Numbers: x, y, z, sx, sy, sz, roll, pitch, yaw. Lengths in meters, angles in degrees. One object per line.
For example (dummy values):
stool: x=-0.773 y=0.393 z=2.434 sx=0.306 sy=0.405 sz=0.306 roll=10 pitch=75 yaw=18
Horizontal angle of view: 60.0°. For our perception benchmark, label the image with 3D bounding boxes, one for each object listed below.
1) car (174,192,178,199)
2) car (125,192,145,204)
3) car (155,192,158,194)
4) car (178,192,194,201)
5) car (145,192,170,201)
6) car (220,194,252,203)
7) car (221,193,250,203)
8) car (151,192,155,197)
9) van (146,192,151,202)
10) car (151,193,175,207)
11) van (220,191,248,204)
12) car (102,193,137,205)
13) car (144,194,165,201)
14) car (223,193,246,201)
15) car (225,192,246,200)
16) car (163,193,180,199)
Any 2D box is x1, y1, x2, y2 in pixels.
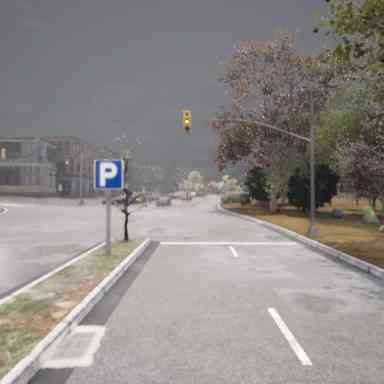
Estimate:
car: x=-6.824 y=1.206 z=87.868 sx=5.008 sy=1.535 sz=2.097 roll=-1 pitch=0 yaw=-11
car: x=-10.932 y=1.243 z=54.971 sx=5.366 sy=1.575 sz=1.946 roll=-1 pitch=0 yaw=-15
car: x=-9.800 y=1.274 z=66.932 sx=4.674 sy=1.452 sz=2.002 roll=-1 pitch=0 yaw=-13
car: x=-1.291 y=1.237 z=72.294 sx=1.812 sy=1.442 sz=4.674 roll=0 pitch=0 yaw=7
car: x=-8.190 y=0.967 z=78.926 sx=5.566 sy=2.045 sz=2.435 roll=-1 pitch=0 yaw=-12
car: x=8.057 y=1.186 z=60.580 sx=5.366 sy=1.575 sz=1.946 roll=1 pitch=0 yaw=-13
car: x=7.528 y=1.067 z=57.585 sx=4.553 sy=1.767 sz=2.185 roll=1 pitch=0 yaw=-14
car: x=-10.166 y=1.239 z=63.936 sx=4.892 sy=1.521 sz=2.231 roll=-1 pitch=0 yaw=-14
van: x=-10.387 y=1.014 z=60.964 sx=4.442 sy=1.987 sz=1.878 roll=-1 pitch=0 yaw=-14
car: x=-4.016 y=1.326 z=47.029 sx=1.812 sy=1.442 sz=4.674 roll=0 pitch=1 yaw=5
van: x=7.151 y=0.972 z=54.614 sx=4.442 sy=1.987 sz=1.878 roll=1 pitch=0 yaw=-14
car: x=-11.570 y=1.289 z=51.978 sx=4.792 sy=1.488 sz=2.163 roll=-1 pitch=0 yaw=-15
car: x=-8.633 y=1.263 z=75.919 sx=4.674 sy=1.452 sz=2.002 roll=-1 pitch=0 yaw=-12
car: x=9.286 y=1.039 z=72.289 sx=4.553 sy=1.767 sz=2.185 roll=1 pitch=0 yaw=-12
car: x=10.172 y=1.028 z=78.160 sx=4.553 sy=1.767 sz=2.185 roll=1 pitch=0 yaw=-11
car: x=-5.795 y=1.072 z=93.827 sx=4.553 sy=1.767 sz=2.185 roll=-1 pitch=0 yaw=-10
